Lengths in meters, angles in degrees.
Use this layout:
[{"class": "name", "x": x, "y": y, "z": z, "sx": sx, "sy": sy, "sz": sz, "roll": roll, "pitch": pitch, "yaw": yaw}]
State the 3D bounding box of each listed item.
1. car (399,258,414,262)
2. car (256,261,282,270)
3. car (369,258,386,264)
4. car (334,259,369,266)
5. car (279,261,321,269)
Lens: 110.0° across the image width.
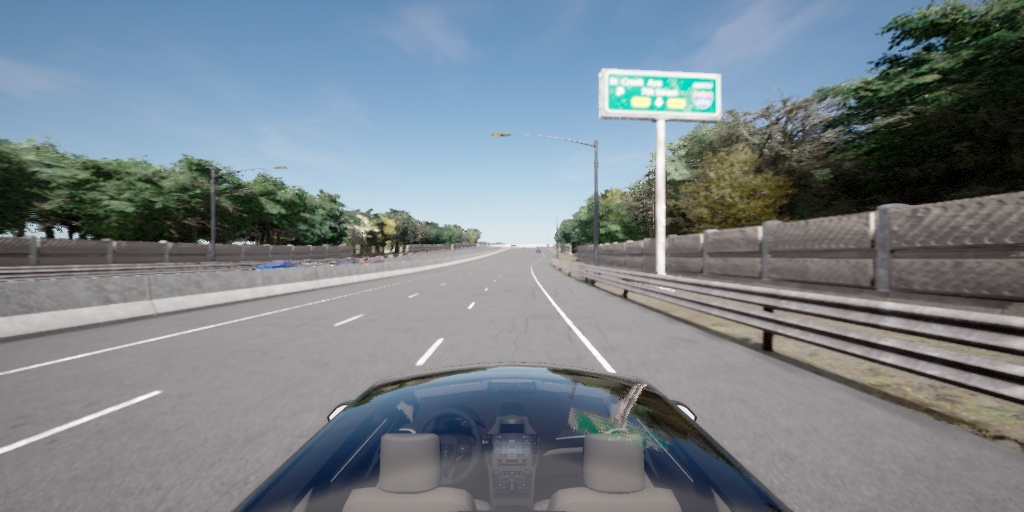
[{"class": "car", "x": -16.319, "y": 1.081, "z": 55.330, "sx": 1.812, "sy": 1.442, "sz": 4.674, "roll": 0, "pitch": 1, "yaw": 3}, {"class": "car", "x": -24.062, "y": 1.243, "z": 37.021, "sx": 1.882, "sy": 1.535, "sz": 5.008, "roll": 0, "pitch": 0, "yaw": 2}, {"class": "car", "x": -19.976, "y": 1.087, "z": 52.209, "sx": 1.882, "sy": 1.535, "sz": 5.008, "roll": 0, "pitch": 1, "yaw": 3}, {"class": "car", "x": -17.053, "y": 1.336, "z": 37.253, "sx": 1.994, "sy": 1.385, "sz": 4.181, "roll": 0, "pitch": 0, "yaw": 2}, {"class": "car", "x": -20.598, "y": 1.374, "z": 36.019, "sx": 1.895, "sy": 1.301, "sz": 4.718, "roll": 0, "pitch": 0, "yaw": 2}]
